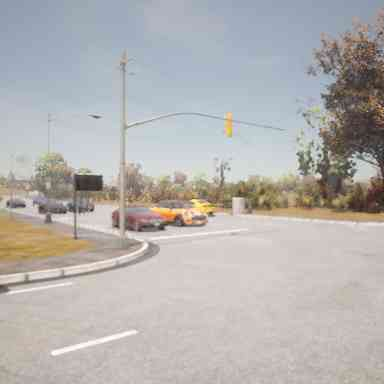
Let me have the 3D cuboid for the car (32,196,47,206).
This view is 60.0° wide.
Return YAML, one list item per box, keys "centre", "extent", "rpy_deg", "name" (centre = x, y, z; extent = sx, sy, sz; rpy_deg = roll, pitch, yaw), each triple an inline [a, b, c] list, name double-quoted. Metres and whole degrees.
- centre: [-22.970, 1.354, 50.741]
  extent: [1.812, 1.442, 4.674]
  rpy_deg: [0, 0, -39]
  name: "car"

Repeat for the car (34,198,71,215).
- centre: [-14.419, 1.582, 34.317]
  extent: [1.994, 1.385, 4.181]
  rpy_deg: [0, 0, -39]
  name: "car"

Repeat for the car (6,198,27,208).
- centre: [-25.708, 1.631, 48.559]
  extent: [2.033, 1.411, 5.357]
  rpy_deg: [0, 0, -39]
  name: "car"

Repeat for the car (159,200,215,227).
- centre: [-0.918, 1.383, 23.076]
  extent: [2.097, 1.767, 4.553]
  rpy_deg: [0, 0, -39]
  name: "car"

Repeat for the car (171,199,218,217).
- centre: [0.168, 1.531, 33.060]
  extent: [1.882, 1.535, 5.008]
  rpy_deg: [0, 0, -39]
  name: "car"

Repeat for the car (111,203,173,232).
- centre: [-3.402, 1.547, 20.574]
  extent: [1.812, 1.442, 4.674]
  rpy_deg: [0, 0, -39]
  name: "car"

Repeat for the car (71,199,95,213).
- centre: [-12.617, 1.531, 37.665]
  extent: [1.837, 1.490, 4.892]
  rpy_deg: [0, 0, -39]
  name: "car"
